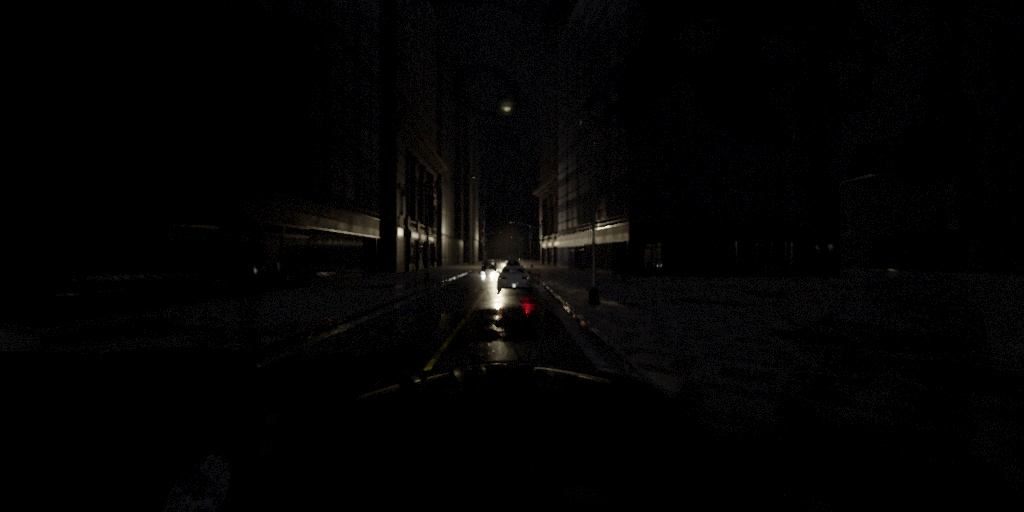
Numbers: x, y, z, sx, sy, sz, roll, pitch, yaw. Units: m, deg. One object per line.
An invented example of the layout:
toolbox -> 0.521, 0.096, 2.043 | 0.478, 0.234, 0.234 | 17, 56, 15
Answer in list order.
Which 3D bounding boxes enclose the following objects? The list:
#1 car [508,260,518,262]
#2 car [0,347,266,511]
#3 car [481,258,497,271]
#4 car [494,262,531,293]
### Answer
car -> 0.122, 1.268, 44.595 | 1.812, 1.442, 4.674 | 0, 0, 0
car -> -3.100, 1.227, 1.057 | 1.882, 1.535, 5.008 | 0, 0, 0
car -> -2.977, 1.240, 47.350 | 2.128, 1.511, 4.902 | 0, 0, 0
car -> 0.110, 1.277, 20.696 | 1.812, 1.442, 4.674 | 0, 0, 0
